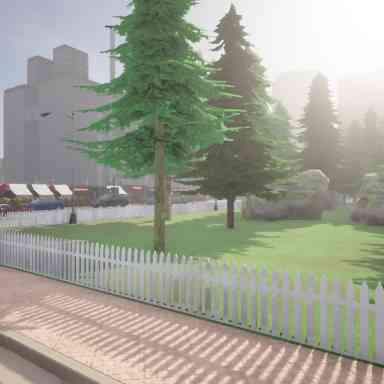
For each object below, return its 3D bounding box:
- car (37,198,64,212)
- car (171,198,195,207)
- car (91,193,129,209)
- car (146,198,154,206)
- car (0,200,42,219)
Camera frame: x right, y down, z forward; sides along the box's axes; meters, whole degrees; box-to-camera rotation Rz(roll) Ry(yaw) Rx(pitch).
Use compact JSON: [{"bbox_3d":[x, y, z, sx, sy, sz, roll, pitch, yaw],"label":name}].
[{"bbox_3d":[-16.769,1.478,37.201,1.882,1.535,5.008,0,0,34],"label":"car"},{"bbox_3d":[-1.452,1.504,47.025,1.837,1.490,4.892,0,0,34],"label":"car"},{"bbox_3d":[-11.122,1.221,45.561,2.150,2.045,5.566,0,0,34],"label":"car"},{"bbox_3d":[-5.334,1.352,54.065,2.097,1.767,4.553,0,0,34],"label":"car"},{"bbox_3d":[-15.018,1.601,26.803,1.895,1.301,4.718,0,0,33],"label":"car"}]
